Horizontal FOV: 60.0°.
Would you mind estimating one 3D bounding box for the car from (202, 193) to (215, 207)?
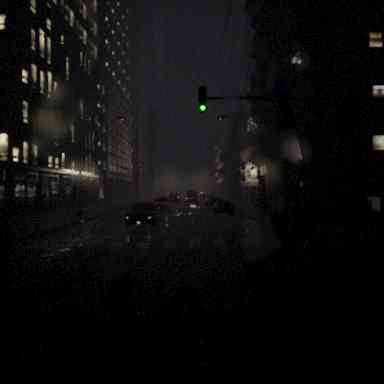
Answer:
[{"bbox_3d":[2.674,1.167,42.260,2.008,1.369,4.403,0,0,0],"label":"car"}]

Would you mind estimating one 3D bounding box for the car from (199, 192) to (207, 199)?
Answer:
[{"bbox_3d":[2.662,0.749,81.798,1.967,1.590,4.097,0,0,0],"label":"car"}]

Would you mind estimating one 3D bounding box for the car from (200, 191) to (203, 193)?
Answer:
[{"bbox_3d":[2.665,0.933,76.151,1.802,1.307,4.206,0,0,0],"label":"car"}]

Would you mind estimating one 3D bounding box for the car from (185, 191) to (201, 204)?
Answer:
[{"bbox_3d":[-0.019,1.069,51.525,1.837,1.490,4.892,0,0,0],"label":"car"}]

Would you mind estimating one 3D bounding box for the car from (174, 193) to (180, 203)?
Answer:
[{"bbox_3d":[-3.033,0.912,55.028,2.097,1.767,4.553,0,1,0],"label":"car"}]

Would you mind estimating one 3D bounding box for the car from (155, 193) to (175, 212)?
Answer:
[{"bbox_3d":[-3.115,1.208,34.027,1.882,1.535,5.008,0,1,1],"label":"car"}]

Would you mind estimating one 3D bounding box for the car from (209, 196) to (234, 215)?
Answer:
[{"bbox_3d":[2.729,1.302,29.344,1.802,1.307,4.206,0,0,0],"label":"car"}]

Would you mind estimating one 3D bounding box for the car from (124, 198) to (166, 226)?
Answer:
[{"bbox_3d":[-3.111,1.375,22.006,2.033,1.411,5.357,0,0,0],"label":"car"}]

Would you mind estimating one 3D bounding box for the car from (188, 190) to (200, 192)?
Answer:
[{"bbox_3d":[-0.024,0.700,61.970,2.150,2.045,5.566,0,0,0],"label":"car"}]

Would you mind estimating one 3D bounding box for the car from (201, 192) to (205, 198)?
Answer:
[{"bbox_3d":[2.674,1.122,47.908,2.008,1.369,4.403,0,0,0],"label":"car"}]

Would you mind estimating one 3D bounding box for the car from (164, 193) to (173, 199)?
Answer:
[{"bbox_3d":[-5.717,0.923,81.797,1.887,1.381,4.507,0,0,0],"label":"car"}]

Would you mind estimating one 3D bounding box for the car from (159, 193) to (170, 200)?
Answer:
[{"bbox_3d":[-5.713,1.014,70.500,2.008,1.369,4.403,0,0,0],"label":"car"}]
